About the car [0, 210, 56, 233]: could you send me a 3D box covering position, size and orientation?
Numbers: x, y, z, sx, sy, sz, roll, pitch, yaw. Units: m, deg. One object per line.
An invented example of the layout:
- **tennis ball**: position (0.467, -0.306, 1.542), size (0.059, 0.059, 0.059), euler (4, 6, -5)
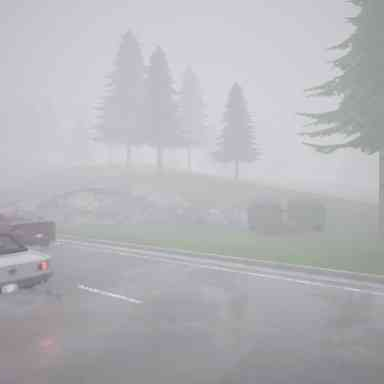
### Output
- **car**: position (-7.662, 1.478, 13.757), size (5.008, 1.535, 1.882), euler (0, 0, 36)

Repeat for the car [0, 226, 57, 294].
- **car**: position (-5.376, 1.601, 7.827), size (4.718, 1.301, 1.895), euler (0, 0, 36)
